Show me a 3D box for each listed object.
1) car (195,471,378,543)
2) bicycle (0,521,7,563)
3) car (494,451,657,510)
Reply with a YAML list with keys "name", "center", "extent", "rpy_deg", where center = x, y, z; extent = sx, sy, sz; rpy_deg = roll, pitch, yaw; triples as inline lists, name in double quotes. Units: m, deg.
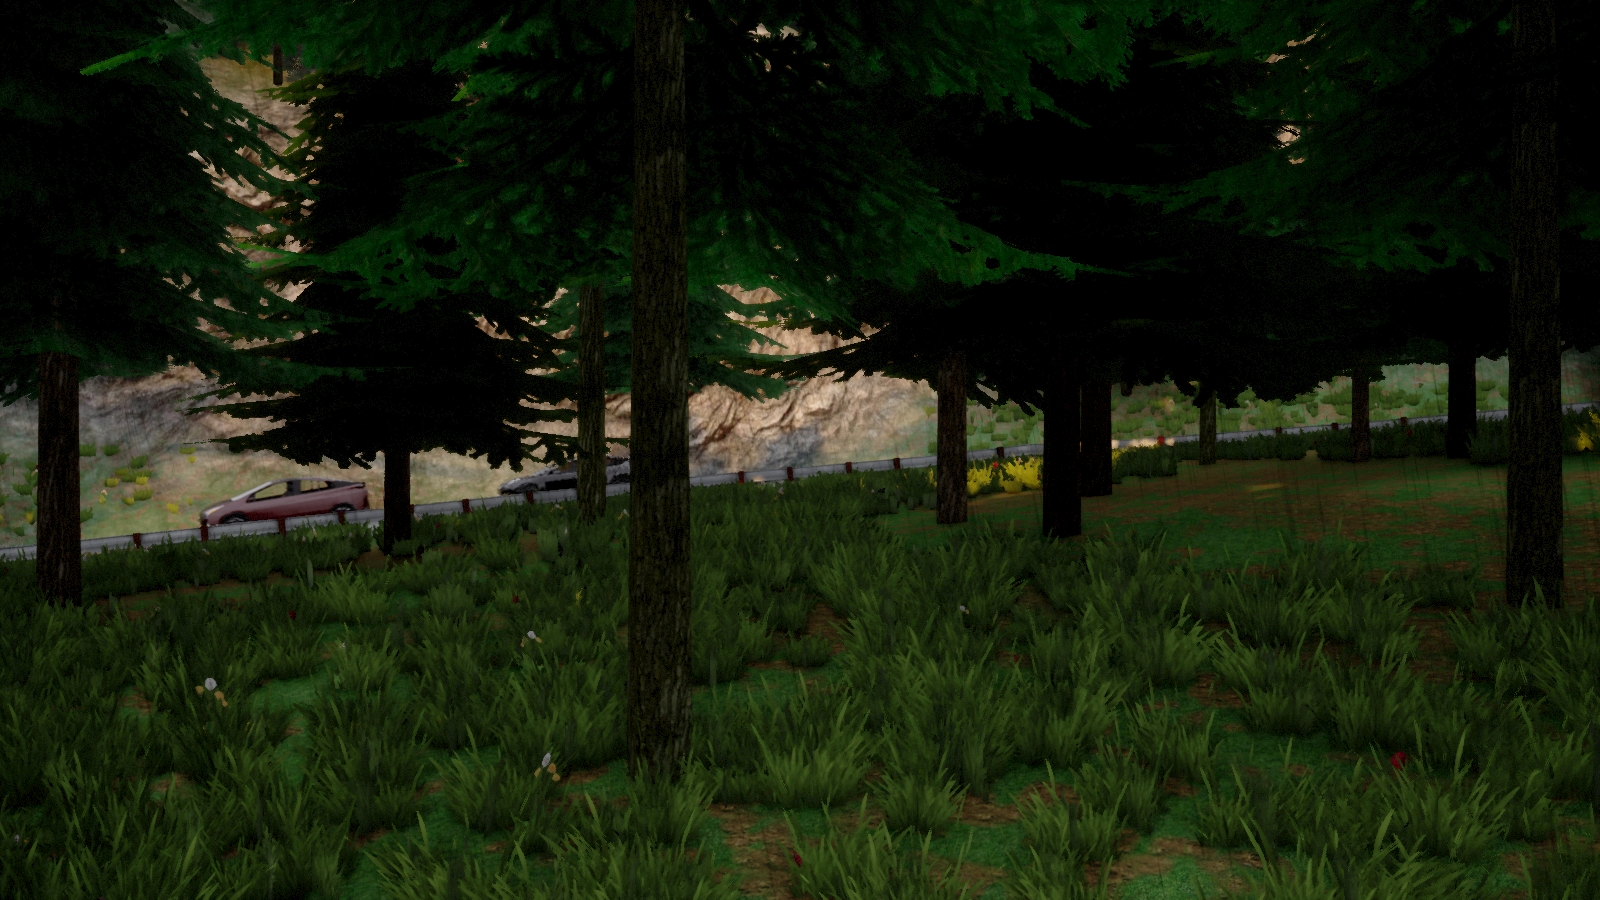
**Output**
- name: "car"
  center: [-14.809, 1.578, 33.028]
  extent: [4.514, 1.525, 2.007]
  rpy_deg: [-5, 3, -31]
- name: "bicycle"
  center: [-21.081, 2.420, 28.854]
  extent: [1.643, 1.024, 0.373]
  rpy_deg: [-6, 3, -34]
- name: "car"
  center: [-7.345, 0.940, 37.358]
  extent: [4.792, 1.488, 2.163]
  rpy_deg: [-5, 2, -23]
